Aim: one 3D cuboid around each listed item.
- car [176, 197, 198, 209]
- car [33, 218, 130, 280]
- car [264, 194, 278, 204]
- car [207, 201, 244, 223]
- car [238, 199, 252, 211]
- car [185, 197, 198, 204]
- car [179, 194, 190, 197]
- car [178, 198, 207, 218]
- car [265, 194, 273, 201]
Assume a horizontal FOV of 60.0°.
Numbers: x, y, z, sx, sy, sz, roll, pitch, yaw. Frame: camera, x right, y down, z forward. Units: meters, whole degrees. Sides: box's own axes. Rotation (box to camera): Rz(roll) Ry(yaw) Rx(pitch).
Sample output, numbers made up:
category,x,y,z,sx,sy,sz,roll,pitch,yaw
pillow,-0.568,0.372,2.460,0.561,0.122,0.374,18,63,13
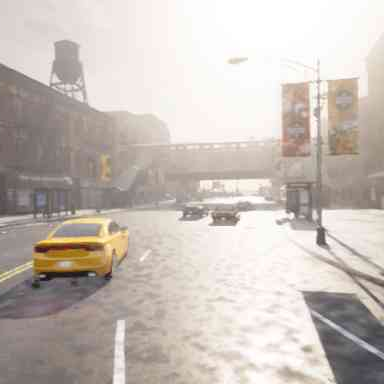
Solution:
category,x,y,z,sx,sy,sz,roll,pitch,yaw
car,-0.424,1.698,43.826,2.033,1.411,5.357,-1,0,13
car,-3.123,1.546,10.274,1.882,1.535,5.008,-1,0,-4
car,18.849,1.537,81.581,2.231,1.521,4.892,-1,0,23
car,2.767,1.655,26.317,1.895,1.301,4.718,-1,0,13
car,6.553,1.630,42.480,1.994,1.385,4.181,-1,0,14
car,-0.004,1.843,74.478,1.895,1.301,4.718,-1,0,13
car,-1.656,1.472,67.269,2.435,2.045,5.566,-1,0,13
car,0.368,1.625,31.367,1.812,1.442,4.674,-1,0,13
car,21.348,1.416,92.063,2.185,1.767,4.553,-1,0,13
